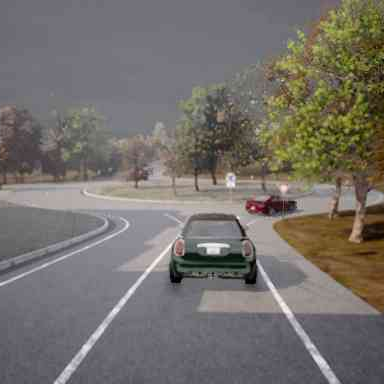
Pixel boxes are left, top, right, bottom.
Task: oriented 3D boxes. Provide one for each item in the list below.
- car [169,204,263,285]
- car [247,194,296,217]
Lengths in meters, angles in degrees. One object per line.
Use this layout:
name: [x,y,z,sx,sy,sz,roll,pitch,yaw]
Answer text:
car: [0.615,1.373,9.749,2.097,1.767,4.553,0,0,3]
car: [6.329,0.899,26.187,5.008,1.535,1.882,-4,7,-42]
